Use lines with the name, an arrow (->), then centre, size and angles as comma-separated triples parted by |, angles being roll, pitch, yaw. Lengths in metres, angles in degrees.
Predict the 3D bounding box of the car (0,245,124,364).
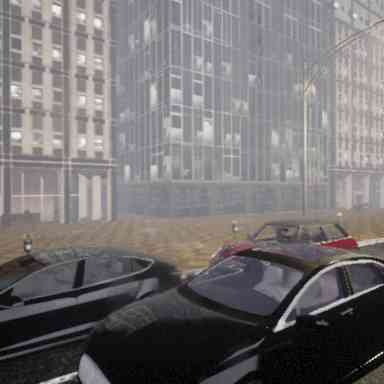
car -> -2.140, 1.565, 5.040 | 4.313, 1.339, 1.947 | 0, 0, -35

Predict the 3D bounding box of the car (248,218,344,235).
car -> 2.359, 1.436, 8.251 | 4.097, 1.590, 1.967 | 0, 0, -36

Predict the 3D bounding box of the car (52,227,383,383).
car -> 1.124, 1.490, 4.168 | 4.902, 1.511, 2.128 | 0, 0, -36
